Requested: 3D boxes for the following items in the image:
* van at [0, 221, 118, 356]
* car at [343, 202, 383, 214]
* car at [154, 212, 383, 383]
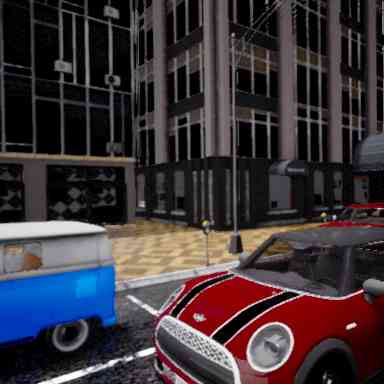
[{"bbox_3d":[-3.015,1.342,4.426,3.998,1.788,1.690,0,-1,-35],"label":"van"},{"bbox_3d":[5.999,1.278,10.851,5.009,1.841,2.192,0,-1,-35],"label":"car"},{"bbox_3d":[1.746,1.340,4.620,4.553,1.767,2.097,0,0,-35],"label":"car"}]
